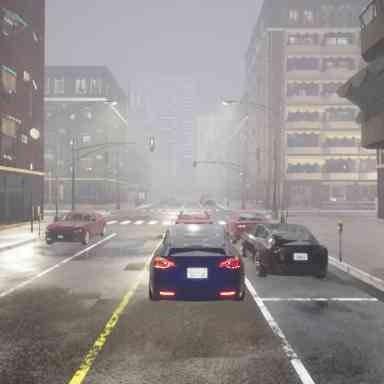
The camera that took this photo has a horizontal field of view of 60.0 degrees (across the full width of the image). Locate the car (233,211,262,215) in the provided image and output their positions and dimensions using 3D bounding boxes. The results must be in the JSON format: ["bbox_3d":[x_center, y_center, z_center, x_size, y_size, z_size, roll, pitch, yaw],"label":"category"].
[{"bbox_3d":[2.572,1.549,15.628,1.887,1.381,4.507,1,0,0],"label":"car"}]

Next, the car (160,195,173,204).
[{"bbox_3d":[-5.330,1.595,65.052,2.008,1.369,4.403,1,0,0],"label":"car"}]

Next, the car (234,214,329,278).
[{"bbox_3d":[2.572,1.568,9.957,1.947,1.339,4.313,1,0,0],"label":"car"}]

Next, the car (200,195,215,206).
[{"bbox_3d":[2.698,1.576,53.684,1.887,1.381,4.507,1,0,0],"label":"car"}]

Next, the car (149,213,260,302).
[{"bbox_3d":[0.100,1.506,8.340,2.163,1.488,4.792,0,0,0],"label":"car"}]

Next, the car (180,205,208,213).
[{"bbox_3d":[0.093,1.606,18.063,1.895,1.301,4.718,0,0,0],"label":"car"}]

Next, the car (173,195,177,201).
[{"bbox_3d":[-5.316,1.621,87.810,1.887,1.381,4.507,1,0,0],"label":"car"}]

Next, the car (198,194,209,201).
[{"bbox_3d":[2.602,1.357,63.630,2.192,1.841,5.009,1,0,0],"label":"car"}]

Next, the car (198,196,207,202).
[{"bbox_3d":[2.565,1.633,82.132,1.947,1.339,4.313,1,0,0],"label":"car"}]

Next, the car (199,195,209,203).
[{"bbox_3d":[2.567,1.491,70.753,1.967,1.590,4.097,1,0,0],"label":"car"}]

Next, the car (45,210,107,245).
[{"bbox_3d":[-5.275,1.549,15.599,1.887,1.381,4.507,1,0,0],"label":"car"}]
